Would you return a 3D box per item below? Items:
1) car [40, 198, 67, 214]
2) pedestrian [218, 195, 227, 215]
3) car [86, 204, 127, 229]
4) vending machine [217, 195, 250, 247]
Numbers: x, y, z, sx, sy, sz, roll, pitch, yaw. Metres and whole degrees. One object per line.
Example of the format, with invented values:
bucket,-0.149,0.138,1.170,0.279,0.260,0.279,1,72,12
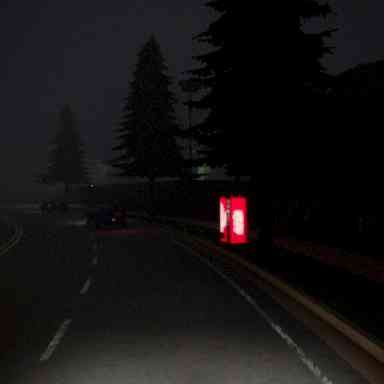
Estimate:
car,-15.729,1.460,37.703,2.097,1.767,4.553,0,0,-34
pedestrian,1.512,1.039,15.075,0.375,1.860,0.375,0,0,-17
car,-5.812,1.519,22.245,1.882,1.535,5.008,0,0,-26
vending machine,1.765,1.187,14.235,1.100,2.100,0.880,0,0,-16
